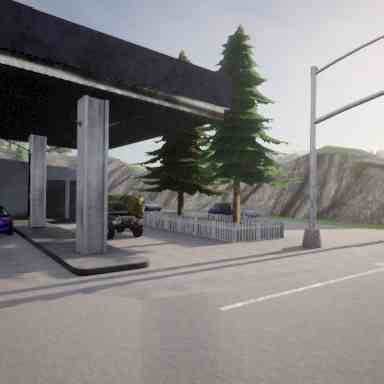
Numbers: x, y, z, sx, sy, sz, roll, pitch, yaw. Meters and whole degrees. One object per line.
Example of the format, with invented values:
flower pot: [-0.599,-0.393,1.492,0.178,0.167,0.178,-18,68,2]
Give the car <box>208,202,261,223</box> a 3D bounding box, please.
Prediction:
car: [3.320,1.610,26.567,2.097,1.767,4.553,1,0,-35]

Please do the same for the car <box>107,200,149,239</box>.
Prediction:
car: [-4.296,1.455,18.366,1.905,1.878,3.866,1,0,-35]

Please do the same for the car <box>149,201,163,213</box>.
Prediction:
car: [-5.409,1.704,39.195,2.033,1.411,5.357,1,0,-35]

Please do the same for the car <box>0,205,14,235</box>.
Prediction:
car: [-11.424,1.525,18.639,2.242,1.667,4.611,1,0,-35]
